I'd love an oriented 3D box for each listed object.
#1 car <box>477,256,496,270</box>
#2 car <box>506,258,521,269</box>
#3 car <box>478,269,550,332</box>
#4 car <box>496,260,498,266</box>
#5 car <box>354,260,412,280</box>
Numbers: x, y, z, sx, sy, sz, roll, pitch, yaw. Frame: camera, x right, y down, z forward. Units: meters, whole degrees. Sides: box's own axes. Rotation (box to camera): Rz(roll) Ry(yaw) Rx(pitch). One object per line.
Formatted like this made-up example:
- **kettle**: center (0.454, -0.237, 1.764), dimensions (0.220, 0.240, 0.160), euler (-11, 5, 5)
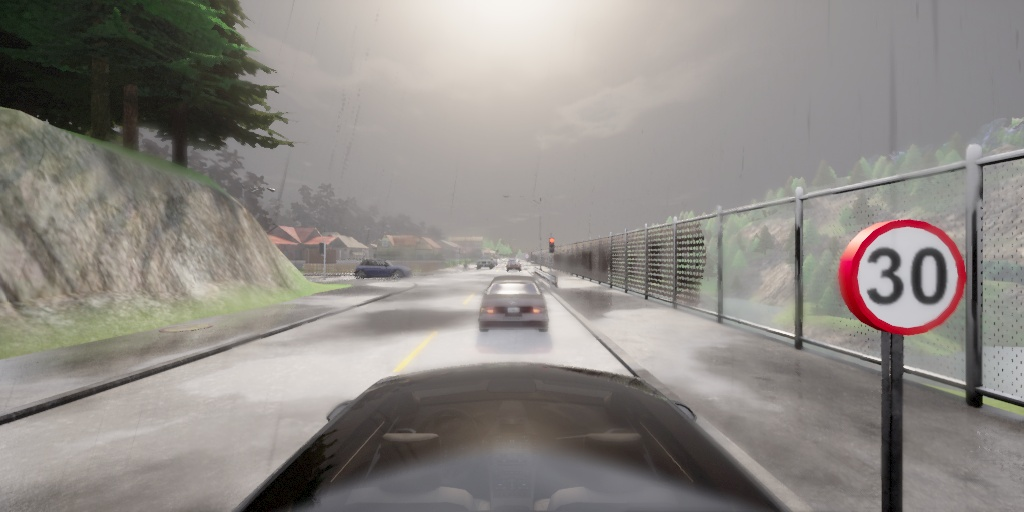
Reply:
- **car**: center (-4.078, 0.971, 54.688), dimensions (2.150, 2.045, 5.566), euler (0, 0, 0)
- **car**: center (0.183, 1.351, 48.766), dimensions (1.895, 1.301, 4.718), euler (0, 0, -1)
- **car**: center (0.050, 1.297, 10.794), dimensions (2.033, 1.411, 5.357), euler (0, 0, 0)
- **car**: center (-4.038, 1.297, 64.931), dimensions (2.033, 1.411, 5.357), euler (0, 0, 0)
- **car**: center (-10.882, 1.101, 30.499), dimensions (4.553, 1.767, 2.097), euler (0, 0, -4)
